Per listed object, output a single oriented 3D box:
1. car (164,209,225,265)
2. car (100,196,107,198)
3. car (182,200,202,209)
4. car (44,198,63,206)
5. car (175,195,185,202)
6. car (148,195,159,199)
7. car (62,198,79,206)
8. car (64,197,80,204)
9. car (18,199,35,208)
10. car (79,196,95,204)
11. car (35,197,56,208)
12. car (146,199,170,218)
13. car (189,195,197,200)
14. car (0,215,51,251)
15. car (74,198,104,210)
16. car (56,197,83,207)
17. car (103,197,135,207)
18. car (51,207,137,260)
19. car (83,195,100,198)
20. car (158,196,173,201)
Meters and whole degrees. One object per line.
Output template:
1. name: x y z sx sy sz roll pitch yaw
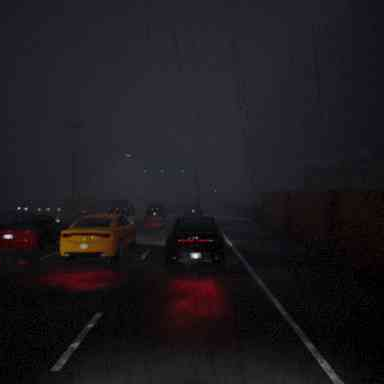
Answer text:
1. car: 0.104 1.593 11.982 1.837 1.490 4.892 0 0 0
2. car: -20.820 1.736 77.217 2.097 1.767 4.553 0 0 0
3. car: 0.109 1.814 34.042 1.994 1.385 4.181 0 0 0
4. car: -27.901 1.958 67.210 1.994 1.385 4.181 0 0 0
5. car: -3.246 1.677 86.333 2.097 1.767 4.553 0 0 0
6. car: -10.248 1.799 86.009 1.882 1.535 5.008 0 0 0
7. car: -24.402 1.959 67.017 1.994 1.385 4.181 0 0 0
8. car: -27.819 1.976 77.301 1.895 1.301 4.718 0 0 0
9. car: -27.978 1.941 57.146 1.994 1.385 4.181 0 0 0
10. car: -24.321 1.737 77.083 2.097 1.767 4.553 0 0 0
11. car: -24.478 1.729 57.159 2.097 1.767 4.553 0 0 0
12. car: -3.392 1.745 32.614 1.837 1.490 4.892 0 0 0
13. car: 0.255 1.874 86.336 1.994 1.385 4.181 0 0 0
14. car: -6.895 1.671 14.535 1.994 1.385 4.181 0 0 0
15. car: -10.391 1.732 34.453 1.882 1.535 5.008 0 0 0
16. car: -20.978 1.729 57.141 2.097 1.767 4.553 0 0 0
17. car: -6.891 1.595 32.845 2.097 1.767 4.553 0 0 0
18. car: -3.396 1.573 12.909 1.882 1.535 5.008 0 0 0
19. car: -20.902 1.631 67.024 2.150 2.045 5.566 0 0 0
20. car: -6.749 1.846 85.976 2.128 1.511 4.902 0 0 0
